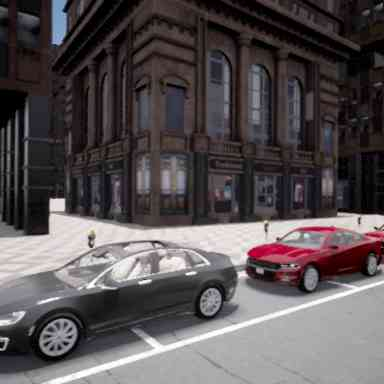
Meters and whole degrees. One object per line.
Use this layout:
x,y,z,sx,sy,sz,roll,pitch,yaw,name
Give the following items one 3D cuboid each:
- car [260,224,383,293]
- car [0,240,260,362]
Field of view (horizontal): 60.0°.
3.425,1.624,9.088,4.507,1.381,1.887,1,0,-35,car
-1.145,1.574,5.830,4.403,1.369,2.008,1,0,-35,car
